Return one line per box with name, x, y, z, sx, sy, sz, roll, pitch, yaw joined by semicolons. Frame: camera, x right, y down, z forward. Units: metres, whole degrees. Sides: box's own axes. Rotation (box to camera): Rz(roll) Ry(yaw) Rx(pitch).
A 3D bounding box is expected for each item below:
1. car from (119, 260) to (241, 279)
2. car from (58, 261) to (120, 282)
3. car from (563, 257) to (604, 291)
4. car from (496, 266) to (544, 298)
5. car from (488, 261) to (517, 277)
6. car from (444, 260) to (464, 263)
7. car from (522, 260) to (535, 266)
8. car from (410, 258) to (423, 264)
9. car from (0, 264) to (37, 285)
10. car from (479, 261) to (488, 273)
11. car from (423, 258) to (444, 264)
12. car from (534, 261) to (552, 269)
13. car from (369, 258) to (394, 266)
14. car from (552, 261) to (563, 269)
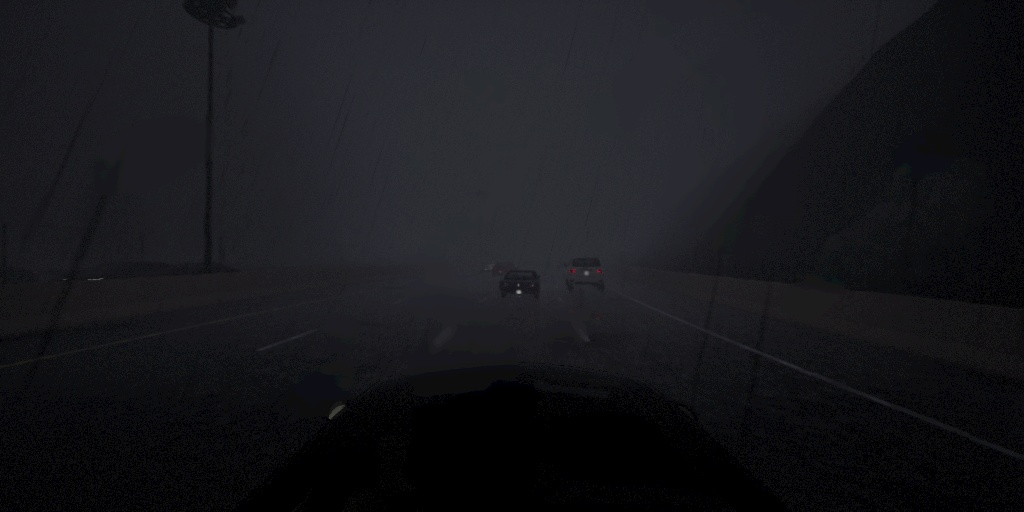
car;-16.852;1.078;18.997;2.128;1.511;4.902;1;0;5
car;-20.340;1.051;19.362;1.837;1.490;4.892;0;0;5
car;4.592;1.059;23.075;2.150;2.045;5.566;0;0;7
car;0.557;1.387;18.973;1.895;1.301;4.718;1;0;6
car;-0.606;1.278;35.329;1.882;1.535;5.008;0;0;10
car;-9.049;1.347;60.586;1.895;1.301;4.718;1;0;17
car;3.333;1.374;64.633;1.882;1.535;5.008;0;0;19
car;-15.840;1.171;62.303;2.128;1.511;4.902;1;0;17
car;-27.442;1.027;18.128;1.994;1.385;4.181;1;0;4
car;-2.501;1.318;43.497;1.812;1.442;4.674;0;0;13
car;-12.690;1.266;60.594;1.994;1.385;4.181;1;0;16
car;5.749;1.520;61.726;1.895;1.301;4.718;1;0;19
car;-20.877;1.100;57.288;2.128;1.511;4.902;1;0;15
car;8.643;1.496;59.694;2.033;1.411;5.357;1;0;20
